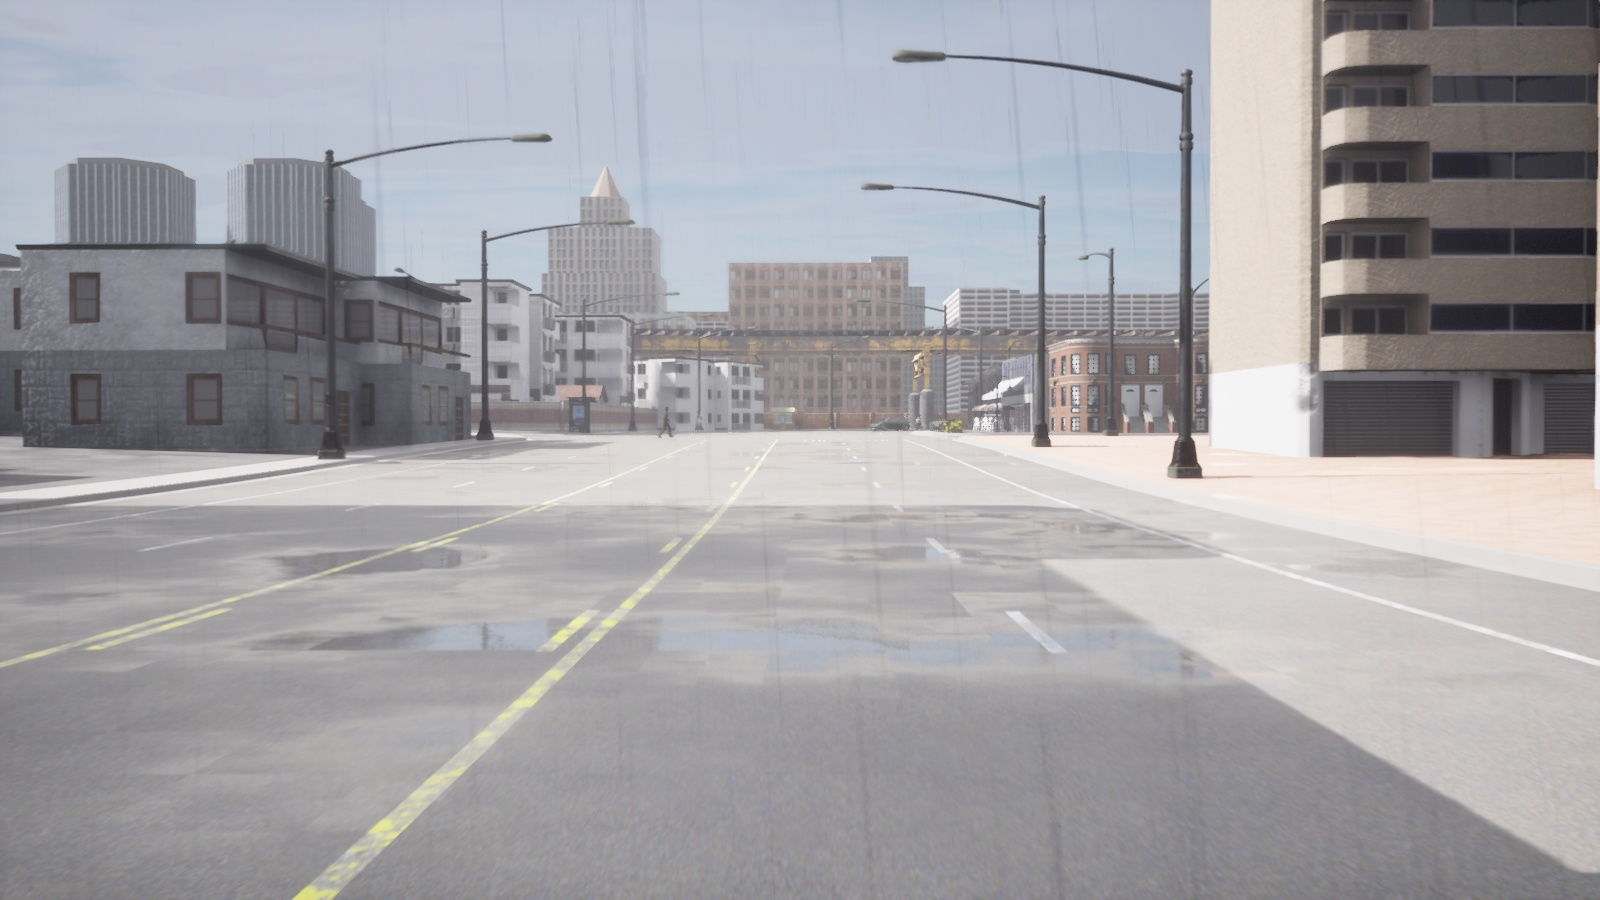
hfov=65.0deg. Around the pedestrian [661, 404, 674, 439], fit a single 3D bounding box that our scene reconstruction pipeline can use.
[{"bbox_3d":[-7.409,-1.594,70.004,0.692,1.930,0.395,0,1,-3],"label":"pedestrian"}]
